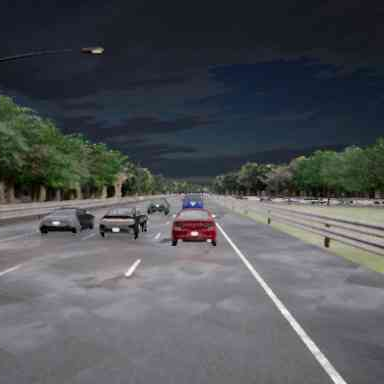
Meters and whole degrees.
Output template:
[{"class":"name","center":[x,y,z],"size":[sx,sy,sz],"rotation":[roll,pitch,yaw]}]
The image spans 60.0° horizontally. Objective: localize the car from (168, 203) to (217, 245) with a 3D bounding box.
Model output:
[{"class":"car","center":[0.097,1.496,15.577],"size":[1.882,1.535,5.008],"rotation":[0,0,0]}]

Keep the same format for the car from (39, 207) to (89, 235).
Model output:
[{"class":"car","center":[-6.901,1.566,18.902],"size":[1.994,1.385,4.181],"rotation":[1,0,0]}]

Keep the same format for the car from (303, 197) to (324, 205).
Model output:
[{"class":"car","center":[24.254,1.806,66.272],"size":[1.882,1.535,5.008],"rotation":[0,0,-21]}]

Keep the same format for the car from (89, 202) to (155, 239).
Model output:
[{"class":"car","center":[-3.396,1.499,17.286],"size":[2.128,1.511,4.902],"rotation":[1,-1,0]}]

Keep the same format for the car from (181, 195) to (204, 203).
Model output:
[{"class":"car","center":[0.091,1.276,34.502],"size":[2.150,2.045,5.566],"rotation":[0,0,0]}]

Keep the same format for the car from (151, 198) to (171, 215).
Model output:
[{"class":"car","center":[-3.406,1.407,34.912],"size":[2.097,1.767,4.553],"rotation":[0,0,0]}]
